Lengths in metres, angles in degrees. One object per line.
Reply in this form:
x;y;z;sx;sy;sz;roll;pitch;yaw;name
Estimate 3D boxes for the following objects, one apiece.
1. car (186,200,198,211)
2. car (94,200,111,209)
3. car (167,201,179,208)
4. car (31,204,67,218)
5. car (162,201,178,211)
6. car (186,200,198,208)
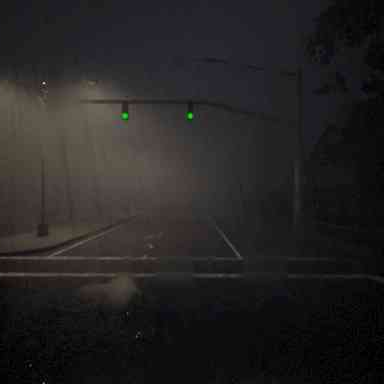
0.004;2.036;51.045;1.882;1.535;5.008;0;-1;0;car
-15.000;2.141;56.030;1.812;1.442;4.674;0;-1;0;car
-3.495;2.274;61.490;1.895;1.301;4.718;0;-1;0;car
-15.091;1.938;35.573;2.033;1.411;5.357;0;-1;0;car
-3.496;2.050;51.045;2.128;1.511;4.902;0;-1;0;car
0.005;2.236;61.460;1.994;1.385;4.181;0;-1;0;car
